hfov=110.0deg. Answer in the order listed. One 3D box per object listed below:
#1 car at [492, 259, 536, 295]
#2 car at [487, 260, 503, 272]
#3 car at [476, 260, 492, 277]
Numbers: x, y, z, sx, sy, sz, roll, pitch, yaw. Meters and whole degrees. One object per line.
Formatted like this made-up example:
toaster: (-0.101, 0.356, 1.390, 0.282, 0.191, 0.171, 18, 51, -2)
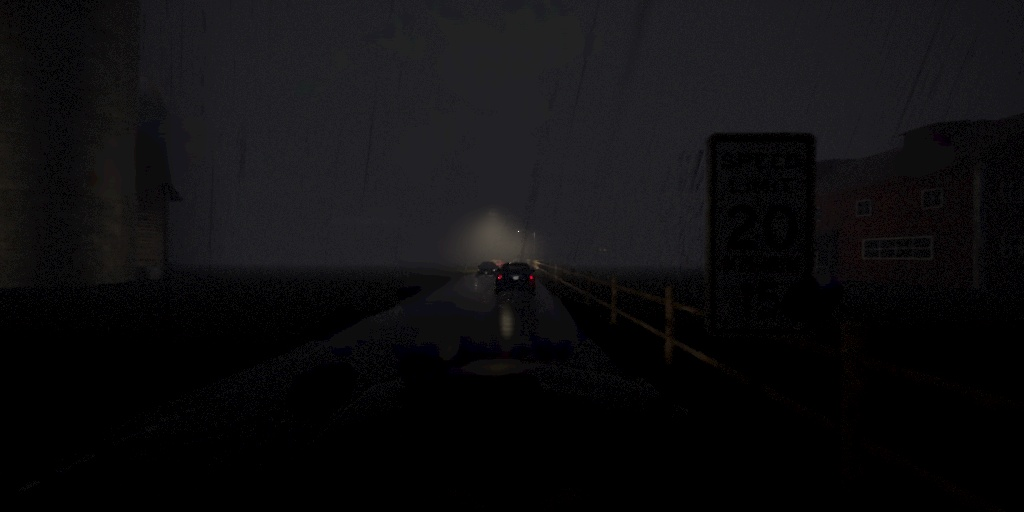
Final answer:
car: (0.215, 1.114, 19.915, 2.097, 1.767, 4.553, 0, 0, 1)
car: (-2.178, 1.273, 47.937, 1.882, 1.535, 5.008, 0, 0, 1)
car: (-2.342, 1.277, 35.137, 1.812, 1.442, 4.674, 0, 0, 1)
